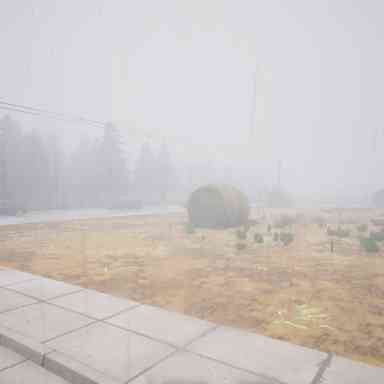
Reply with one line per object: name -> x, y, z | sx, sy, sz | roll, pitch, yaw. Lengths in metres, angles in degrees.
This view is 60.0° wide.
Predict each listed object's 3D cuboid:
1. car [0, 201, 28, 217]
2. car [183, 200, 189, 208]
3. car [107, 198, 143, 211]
car -> -17.017, 1.534, 29.117 | 1.837, 1.490, 4.892 | 0, -1, 37
car -> 0.606, 1.590, 46.680 | 1.994, 1.385, 4.181 | 0, 0, 37
car -> -8.253, 1.519, 40.932 | 2.128, 1.511, 4.902 | 0, 0, 37
